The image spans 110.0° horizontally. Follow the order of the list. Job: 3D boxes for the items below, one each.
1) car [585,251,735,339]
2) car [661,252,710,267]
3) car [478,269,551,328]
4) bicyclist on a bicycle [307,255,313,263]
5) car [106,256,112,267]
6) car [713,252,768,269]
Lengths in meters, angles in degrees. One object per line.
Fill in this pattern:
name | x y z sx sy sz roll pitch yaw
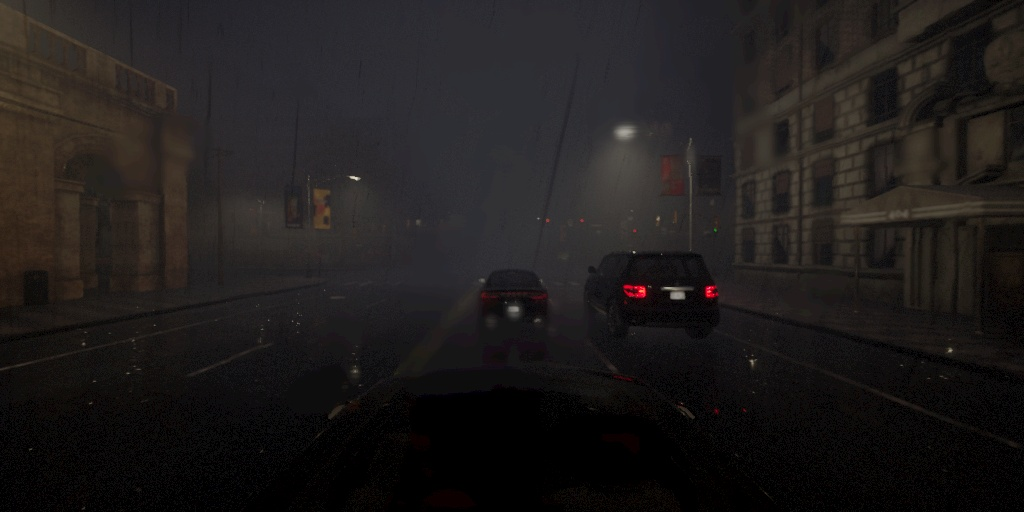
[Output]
car | 3.470 0.877 9.972 2.150 2.045 5.566 0 1 2
car | 23.278 0.447 48.294 5.566 2.045 2.150 0 1 0
car | 0.007 1.122 11.061 1.882 1.535 5.008 0 1 -2
bicyclist on a bicycle | -31.466 0.443 55.855 0.582 1.620 1.656 0 1 0
car | -37.550 0.887 36.360 4.674 1.442 1.812 0 1 0
car | 28.489 0.487 44.804 5.566 2.045 2.150 0 1 0
